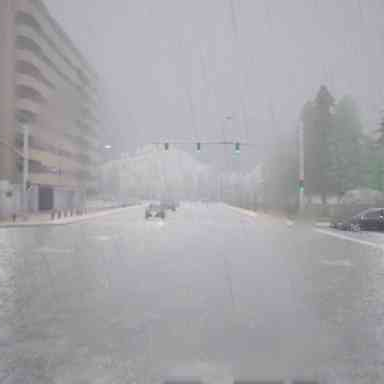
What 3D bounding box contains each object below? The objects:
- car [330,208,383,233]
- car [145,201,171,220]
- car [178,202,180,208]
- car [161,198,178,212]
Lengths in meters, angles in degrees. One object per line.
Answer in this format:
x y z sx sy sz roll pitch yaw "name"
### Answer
11.071 1.778 20.447 4.892 1.490 1.837 -1 -1 1 "car"
-3.597 1.921 33.563 2.128 1.511 4.902 0 -1 0 "car"
-3.502 2.417 66.492 1.994 1.385 4.181 0 -1 0 "car"
-3.588 1.852 49.279 2.150 2.045 5.566 0 -1 0 "car"
